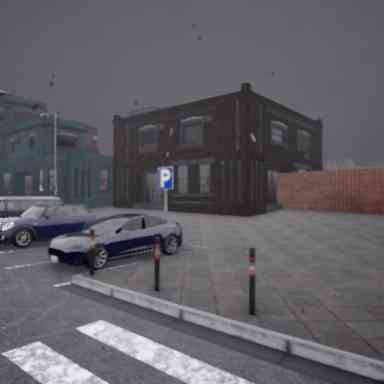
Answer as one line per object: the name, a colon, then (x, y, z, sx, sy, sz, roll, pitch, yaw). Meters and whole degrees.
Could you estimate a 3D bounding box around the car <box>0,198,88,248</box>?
car: (-6.497, 1.321, 14.807, 2.185, 1.767, 4.553, 0, 0, 40)

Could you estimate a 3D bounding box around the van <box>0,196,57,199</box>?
van: (-8.820, 1.202, 16.562, 1.878, 1.987, 4.442, 1, 0, 40)

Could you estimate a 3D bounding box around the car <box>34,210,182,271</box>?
car: (-2.373, 1.501, 11.267, 2.163, 1.488, 4.792, 0, 0, 40)
